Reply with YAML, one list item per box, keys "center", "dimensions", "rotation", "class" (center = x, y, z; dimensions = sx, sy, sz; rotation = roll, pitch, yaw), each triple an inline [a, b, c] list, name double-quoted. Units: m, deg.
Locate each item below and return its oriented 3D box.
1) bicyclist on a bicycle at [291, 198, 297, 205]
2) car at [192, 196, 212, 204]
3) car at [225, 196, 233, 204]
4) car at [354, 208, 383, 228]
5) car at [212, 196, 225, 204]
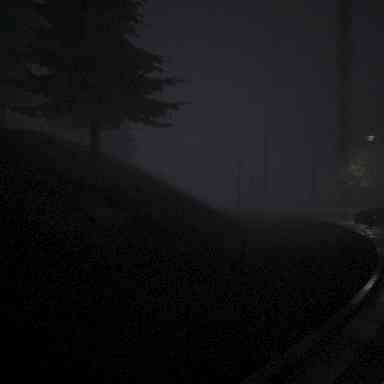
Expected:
- center: [21.927, 2.081, 71.643]
  dimensions: [1.656, 1.620, 0.582]
  rotation: [0, -1, -20]
  class: "bicyclist on a bicycle"
- center: [2.681, 2.145, 91.660]
  dimensions: [2.150, 2.045, 5.566]
  rotation: [0, -1, -20]
  class: "car"
- center: [9.533, 2.181, 93.317]
  dimensions: [2.150, 2.045, 5.566]
  rotation: [0, -1, -20]
  class: "car"
- center: [13.632, 1.851, 24.791]
  dimensions: [1.994, 1.385, 4.181]
  rotation: [0, -1, 9]
  class: "car"
- center: [6.262, 2.474, 92.067]
  dimensions: [2.033, 1.411, 5.357]
  rotation: [0, -1, -20]
  class: "car"
